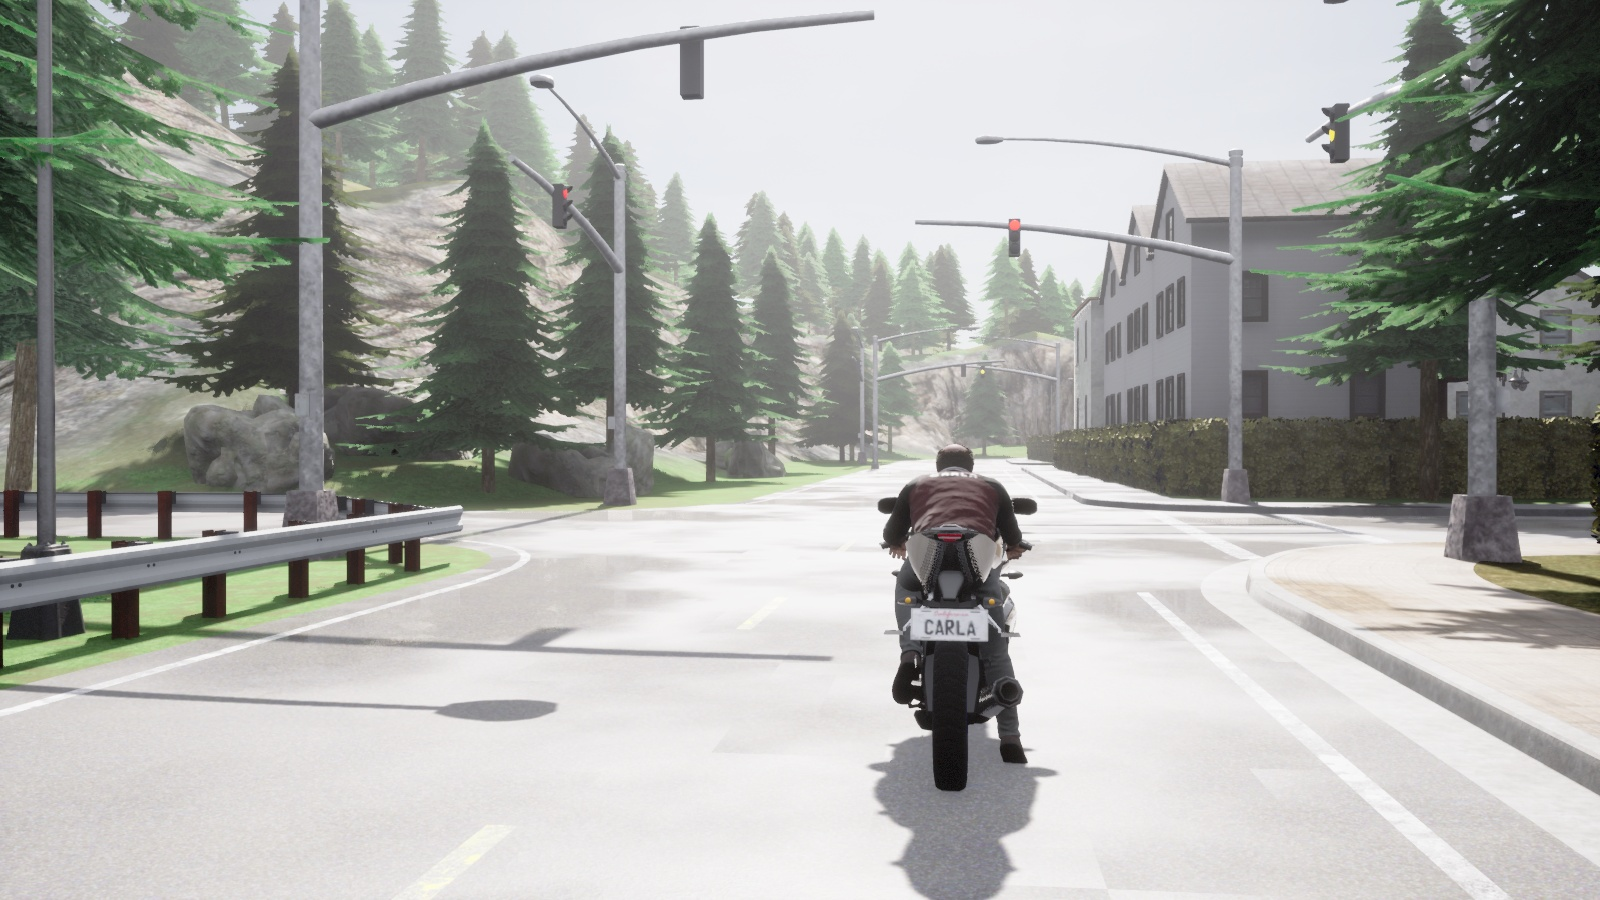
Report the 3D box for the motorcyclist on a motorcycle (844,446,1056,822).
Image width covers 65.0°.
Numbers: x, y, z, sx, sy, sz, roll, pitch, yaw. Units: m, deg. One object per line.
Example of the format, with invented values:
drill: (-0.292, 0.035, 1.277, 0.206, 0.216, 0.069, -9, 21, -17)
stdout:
motorcyclist on a motorcycle: (0.770, 0.747, 6.268, 0.866, 1.530, 2.191, 0, 0, 8)
